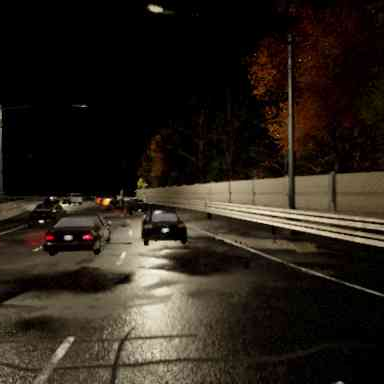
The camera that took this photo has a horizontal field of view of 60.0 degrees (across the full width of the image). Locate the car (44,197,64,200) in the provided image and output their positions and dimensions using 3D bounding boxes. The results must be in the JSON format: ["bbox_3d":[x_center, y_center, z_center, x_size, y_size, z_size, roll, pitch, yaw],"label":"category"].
[{"bbox_3d":[-24.225,1.578,57.417,2.128,1.511,4.902,0,0,-35],"label":"car"}]

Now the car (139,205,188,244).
[{"bbox_3d":[-1.386,1.556,15.814,1.994,1.385,4.181,0,0,-9],"label":"car"}]

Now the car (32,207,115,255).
[{"bbox_3d":[-4.406,1.560,13.478,2.033,1.411,5.357,0,0,-7],"label":"car"}]

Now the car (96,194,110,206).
[{"bbox_3d":[-13.926,1.379,54.427,2.097,1.767,4.553,0,0,-23],"label":"car"}]

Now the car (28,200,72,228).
[{"bbox_3d":[-9.597,1.539,22.464,1.837,1.490,4.892,0,0,-12],"label":"car"}]

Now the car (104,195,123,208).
[{"bbox_3d":[-10.417,1.506,46.551,2.128,1.511,4.902,0,0,-24],"label":"car"}]

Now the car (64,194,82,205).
[{"bbox_3d":[-21.300,1.304,59.335,2.150,2.045,5.566,0,0,-35],"label":"car"}]

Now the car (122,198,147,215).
[{"bbox_3d":[-5.696,1.504,34.094,1.837,1.490,4.892,0,0,-18],"label":"car"}]
